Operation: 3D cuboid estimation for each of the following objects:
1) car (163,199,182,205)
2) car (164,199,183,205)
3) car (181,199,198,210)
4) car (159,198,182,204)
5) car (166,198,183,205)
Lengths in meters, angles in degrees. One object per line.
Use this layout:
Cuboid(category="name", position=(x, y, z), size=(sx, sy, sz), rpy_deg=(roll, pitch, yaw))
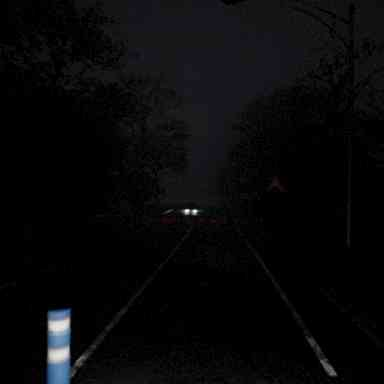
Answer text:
Cuboid(category="car", position=(-5.117, 2.578, 87.810), size=(4.892, 1.521, 2.231), rpy_deg=(1, -2, 3))
Cuboid(category="car", position=(-4.960, 2.681, 90.576), size=(5.008, 1.535, 2.097), rpy_deg=(1, -2, 3))
Cuboid(category="car", position=(-0.098, 2.062, 52.435), size=(1.994, 1.385, 4.181), rpy_deg=(1, 0, 4))
Cuboid(category="car", position=(-5.085, 2.481, 85.037), size=(5.366, 1.575, 1.946), rpy_deg=(1, -2, 3))
Cuboid(category="car", position=(-4.825, 2.667, 93.353), size=(4.553, 1.767, 2.185), rpy_deg=(1, -2, 3))
